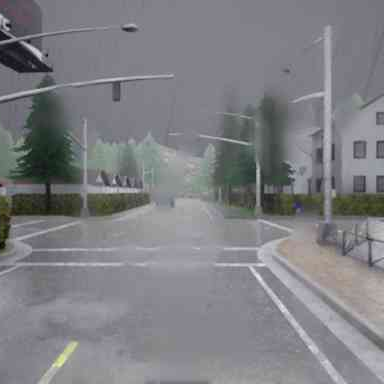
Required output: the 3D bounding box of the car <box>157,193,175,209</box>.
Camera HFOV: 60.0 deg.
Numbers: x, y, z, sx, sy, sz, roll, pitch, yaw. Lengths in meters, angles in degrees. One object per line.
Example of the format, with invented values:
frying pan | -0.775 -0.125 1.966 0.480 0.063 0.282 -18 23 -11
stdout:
car | -3.574 1.218 45.861 2.150 2.045 5.566 0 0 0
